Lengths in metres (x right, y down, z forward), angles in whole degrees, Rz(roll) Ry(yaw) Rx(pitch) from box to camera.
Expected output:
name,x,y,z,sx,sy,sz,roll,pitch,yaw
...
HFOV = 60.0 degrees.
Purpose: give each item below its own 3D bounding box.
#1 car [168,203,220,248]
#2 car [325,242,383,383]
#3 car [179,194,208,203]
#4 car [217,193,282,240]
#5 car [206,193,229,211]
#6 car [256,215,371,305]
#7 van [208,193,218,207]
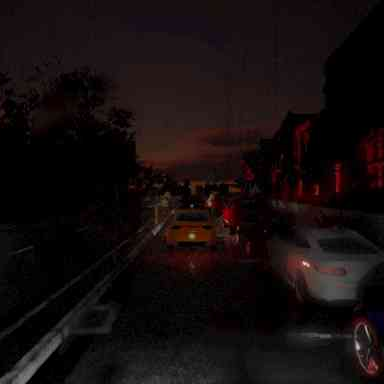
name,x,y,z,sx,sy,sz,roll,pitch,yaw
car,0.000,1.481,14.664,1.882,1.535,5.008,0,0,0
car,3.049,1.506,2.416,2.163,1.488,4.792,0,0,0
car,0.000,1.231,29.704,2.150,2.045,5.566,0,0,0
car,3.051,1.219,19.056,2.435,2.045,5.566,0,0,0
car,3.049,1.169,41.241,2.435,2.045,5.566,0,0,0
car,3.051,1.518,7.932,2.002,1.452,4.674,0,0,0
van,3.050,1.212,35.783,1.878,1.987,4.442,0,0,0
